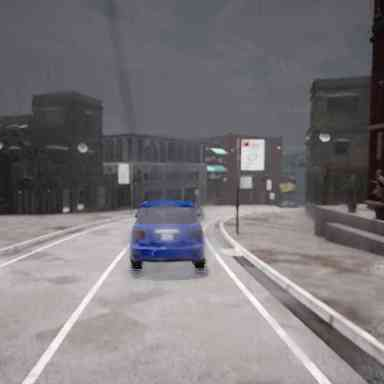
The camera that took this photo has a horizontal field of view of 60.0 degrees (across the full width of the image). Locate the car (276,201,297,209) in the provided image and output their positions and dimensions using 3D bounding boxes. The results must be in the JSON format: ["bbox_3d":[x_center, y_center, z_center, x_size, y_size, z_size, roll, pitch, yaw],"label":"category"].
[{"bbox_3d":[17.395,2.349,61.057,4.181,1.385,1.994,2,2,-36],"label":"car"}]

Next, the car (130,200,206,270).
[{"bbox_3d":[-0.787,1.288,11.427,2.150,2.045,5.566,0,0,-3],"label":"car"}]

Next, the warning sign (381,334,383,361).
[{"bbox_3d":[2.985,1.116,3.380,1.300,1.860,1.060,4,4,-5],"label":"warning sign"}]

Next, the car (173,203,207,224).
[{"bbox_3d":[-0.049,1.718,27.381,1.812,1.442,4.674,1,0,12],"label":"car"}]
